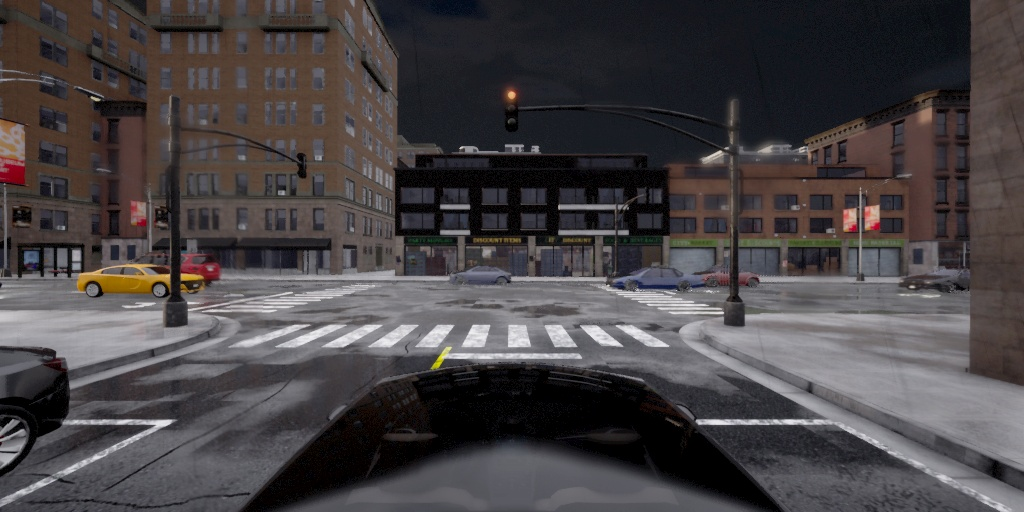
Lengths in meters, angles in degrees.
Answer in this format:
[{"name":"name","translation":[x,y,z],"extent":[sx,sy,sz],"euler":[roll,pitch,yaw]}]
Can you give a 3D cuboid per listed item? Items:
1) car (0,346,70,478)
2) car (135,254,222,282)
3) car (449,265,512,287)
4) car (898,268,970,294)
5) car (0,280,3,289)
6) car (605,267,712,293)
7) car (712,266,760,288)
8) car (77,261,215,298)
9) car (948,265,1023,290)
[{"name":"car","translation":[-5.387,1.316,1.866],"extent":[1.948,1.339,4.313],"euler":[0,0,0]},{"name":"car","translation":[-20.134,0.882,20.796],"extent":[5.566,2.045,2.150],"euler":[0,0,0]},{"name":"car","translation":[-2.077,1.311,24.133],"extent":[4.181,1.385,1.994],"euler":[0,0,0]},{"name":"car","translation":[26.144,1.439,21.015],"extent":[5.357,1.411,2.033],"euler":[0,0,0]},{"name":"car","translation":[-27.848,1.150,17.310],"extent":[4.674,1.442,1.812],"euler":[0,0,0]},{"name":"car","translation":[8.289,1.346,20.931],"extent":[5.357,1.411,2.033],"euler":[0,0,0]},{"name":"car","translation":[14.232,1.393,24.206],"extent":[4.181,1.385,1.994],"euler":[0,0,0]},{"name":"car","translation":[-17.782,1.149,17.356],"extent":[5.008,1.535,1.882],"euler":[0,0,0]},{"name":"car","translation":[33.258,1.421,24.293],"extent":[4.902,1.511,2.128],"euler":[0,0,0]}]
